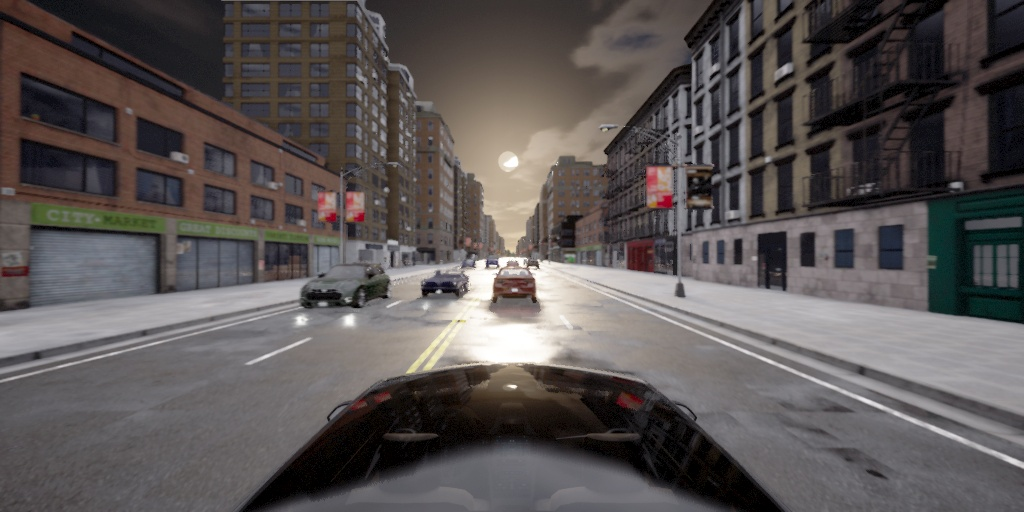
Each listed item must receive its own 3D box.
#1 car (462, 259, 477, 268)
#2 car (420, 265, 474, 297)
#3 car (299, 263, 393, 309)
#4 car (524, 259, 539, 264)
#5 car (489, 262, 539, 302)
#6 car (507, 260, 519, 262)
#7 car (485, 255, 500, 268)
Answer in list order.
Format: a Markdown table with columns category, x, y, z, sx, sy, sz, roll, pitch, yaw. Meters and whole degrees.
| category | x | y | z | sx | sy | sz | roll | pitch | yaw |
| --- | --- | --- | --- | --- | --- | --- | --- | --- | --- |
| car | -6.540 | 1.222 | 55.325 | 1.812 | 1.442 | 4.674 | 0 | 0 | 1 |
| car | -3.343 | 1.336 | 18.623 | 1.895 | 1.301 | 4.718 | 0 | 0 | 0 |
| car | -6.594 | 1.090 | 14.750 | 2.097 | 1.767 | 4.553 | 0 | 0 | 0 |
| car | 3.374 | 1.200 | 58.606 | 1.837 | 1.490 | 4.892 | 0 | 0 | 0 |
| car | 0.108 | 1.215 | 16.908 | 1.882 | 1.535 | 5.008 | 0 | 0 | 0 |
| car | 0.124 | 1.262 | 55.722 | 1.994 | 1.385 | 4.181 | 0 | 0 | 0 |
| car | -3.256 | 0.915 | 60.783 | 2.150 | 2.045 | 5.566 | 0 | 0 | 1 |
